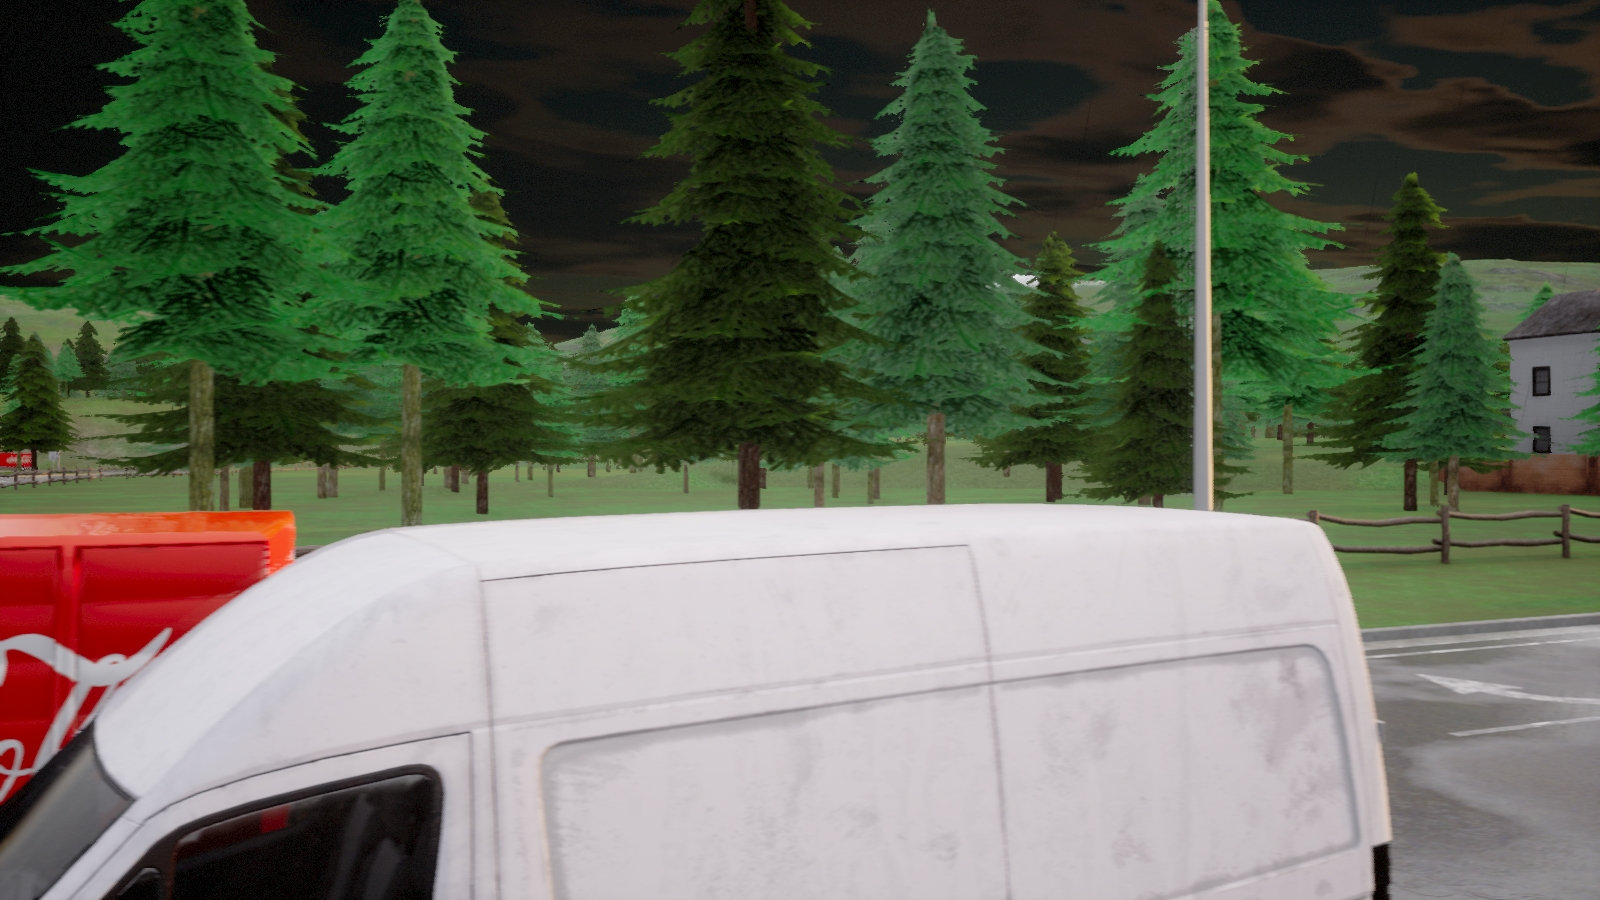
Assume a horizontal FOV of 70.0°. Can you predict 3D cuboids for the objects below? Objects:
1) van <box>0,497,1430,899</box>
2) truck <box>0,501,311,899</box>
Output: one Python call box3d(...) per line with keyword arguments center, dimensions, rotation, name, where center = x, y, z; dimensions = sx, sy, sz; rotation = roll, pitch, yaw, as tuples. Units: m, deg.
box3d(center=(-0.678, 1.533, 3.804), dimensions=(5.915, 2.561, 1.988), rotation=(0, 0, -29), name="van")
box3d(center=(-5.118, 1.567, 5.160), dimensions=(5.204, 2.467, 2.627), rotation=(0, 0, -20), name="truck")
